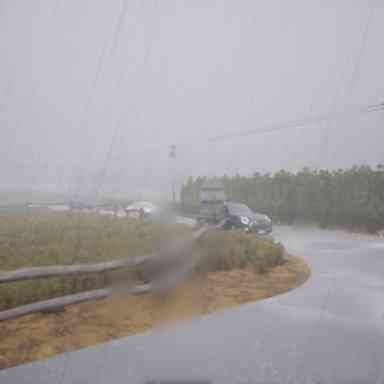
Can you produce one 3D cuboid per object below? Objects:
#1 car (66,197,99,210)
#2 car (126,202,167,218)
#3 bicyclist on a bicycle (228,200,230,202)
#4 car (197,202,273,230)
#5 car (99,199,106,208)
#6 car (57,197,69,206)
[{"bbox_3d":[-13.322,1.615,40.320,1.895,1.301,4.718,0,0,-35],"label":"car"},{"bbox_3d":[-3.762,1.540,26.797,1.812,1.442,4.674,0,0,-35],"label":"car"},{"bbox_3d":[3.262,1.477,28.350,1.656,1.620,0.582,0,0,-35],"label":"bicyclist on a bicycle"},{"bbox_3d":[2.215,1.366,18.171,2.097,1.767,4.553,0,0,-33],"label":"car"},{"bbox_3d":[-13.516,1.582,46.346,1.994,1.385,4.181,0,0,-35],"label":"car"},{"bbox_3d":[-19.745,1.564,54.131,5.357,1.411,2.033,0,0,33],"label":"car"}]
